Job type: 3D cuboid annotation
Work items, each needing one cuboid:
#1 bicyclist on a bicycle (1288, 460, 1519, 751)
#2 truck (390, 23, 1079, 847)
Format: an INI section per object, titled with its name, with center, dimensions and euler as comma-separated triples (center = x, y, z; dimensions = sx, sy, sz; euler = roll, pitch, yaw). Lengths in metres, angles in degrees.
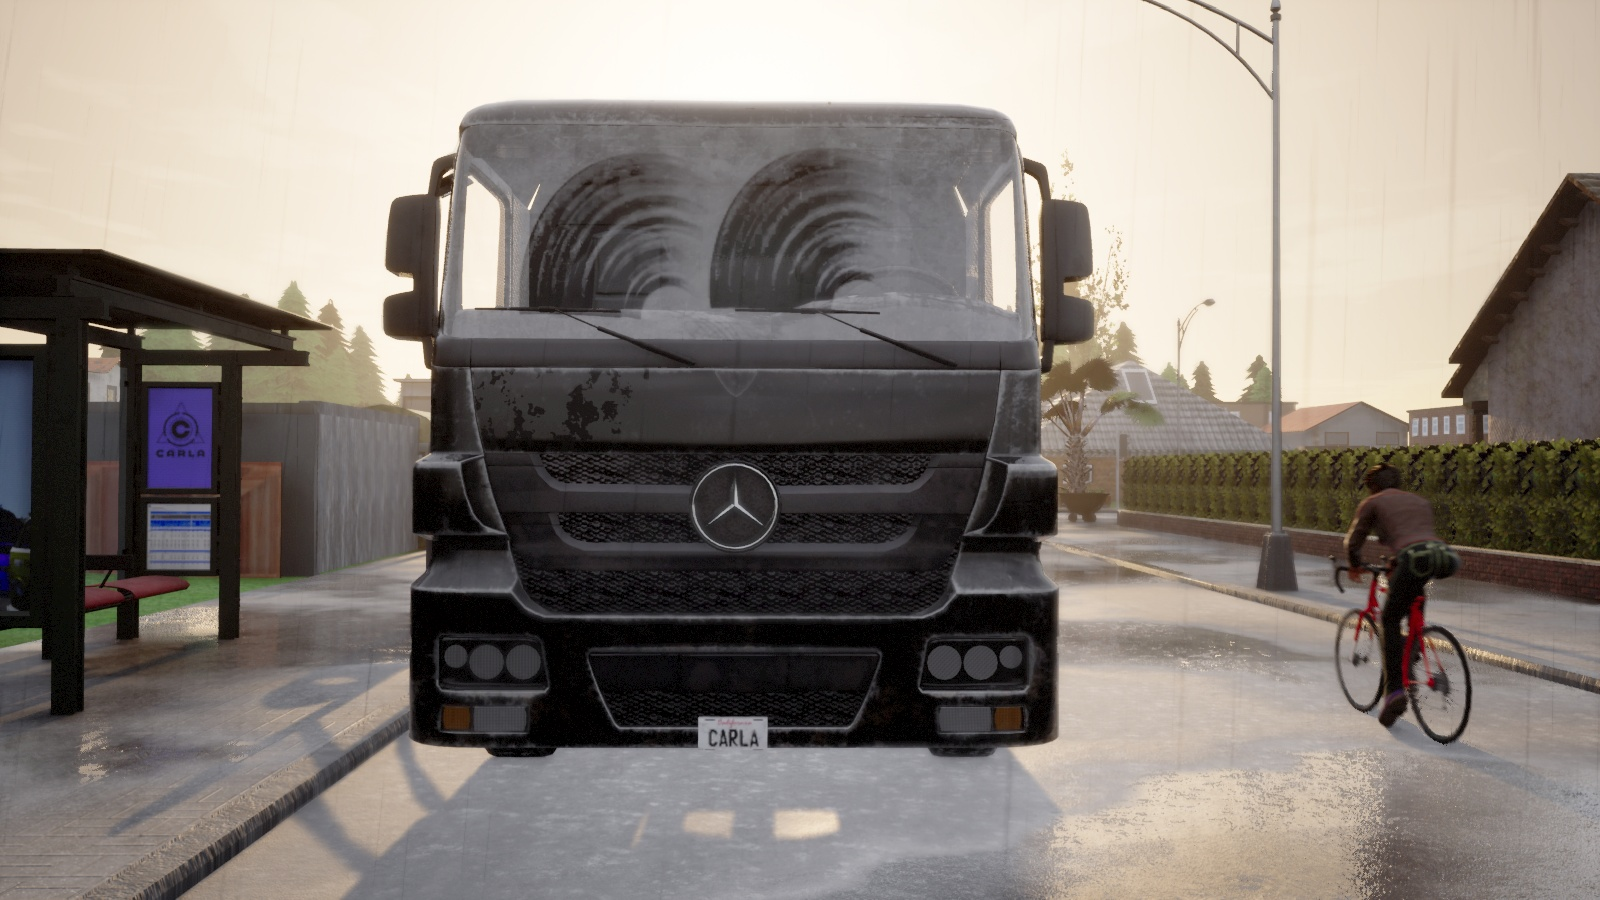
[bicyclist on a bicycle]
center = 3.693, 0.884, 7.843
dimensions = 0.582, 1.620, 1.656
euler = 0, -1, -2
[truck]
center = -0.345, -0.011, 9.266
dimensions = 2.891, 3.462, 7.936
euler = 0, -1, -1
